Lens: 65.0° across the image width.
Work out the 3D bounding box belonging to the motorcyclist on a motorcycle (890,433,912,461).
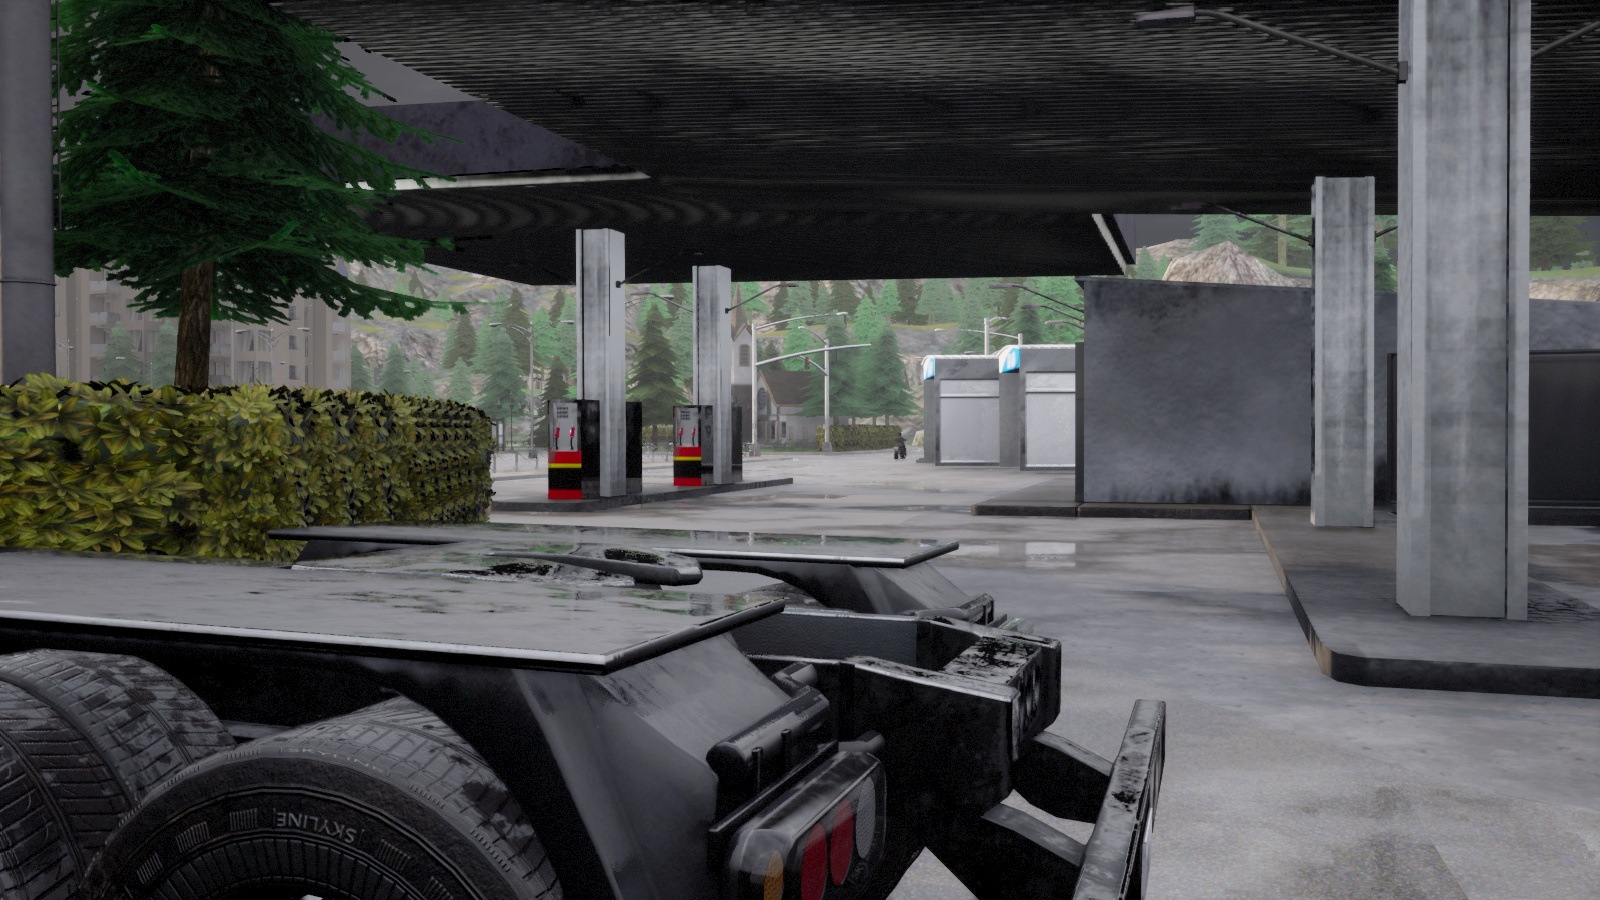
[{"bbox_3d":[5.962,-0.195,74.046,0.766,1.649,2.350,1,1,19],"label":"motorcyclist on a motorcycle"}]

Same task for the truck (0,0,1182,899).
[{"bbox_3d":[-2.955,-0.168,4.152,7.936,3.462,2.891,1,0,18],"label":"truck"}]
